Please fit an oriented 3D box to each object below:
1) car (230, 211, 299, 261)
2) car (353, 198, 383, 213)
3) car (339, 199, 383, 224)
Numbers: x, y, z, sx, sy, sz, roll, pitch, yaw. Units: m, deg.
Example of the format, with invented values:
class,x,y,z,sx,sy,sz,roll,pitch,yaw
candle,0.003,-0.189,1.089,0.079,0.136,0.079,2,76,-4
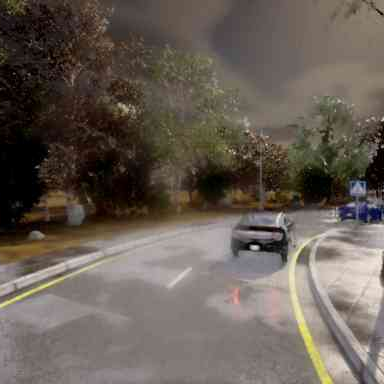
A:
class,x,y,z,sx,sy,sz,roll,pitch,yaw
car,2.796,1.462,12.301,2.128,1.511,4.902,1,0,22
car,20.478,1.455,37.741,5.357,1.411,2.033,-1,1,-42
car,12.867,1.452,25.095,5.008,1.535,1.882,0,1,-43
